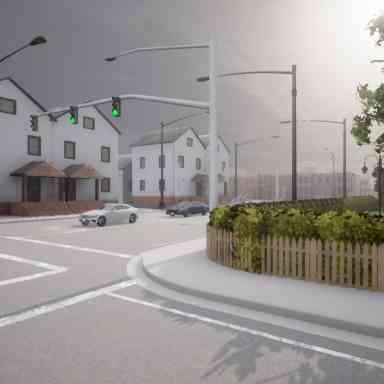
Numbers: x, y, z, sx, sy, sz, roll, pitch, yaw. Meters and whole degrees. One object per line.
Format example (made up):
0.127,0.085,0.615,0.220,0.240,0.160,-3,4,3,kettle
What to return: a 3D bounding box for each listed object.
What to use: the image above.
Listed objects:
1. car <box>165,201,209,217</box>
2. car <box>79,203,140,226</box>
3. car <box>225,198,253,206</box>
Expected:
-0.210,1.547,31.400,2.033,1.411,5.357,0,0,35,car
-5.699,1.526,23.451,1.812,1.442,4.674,0,0,35,car
5.668,1.491,39.888,2.128,1.511,4.902,0,0,35,car
